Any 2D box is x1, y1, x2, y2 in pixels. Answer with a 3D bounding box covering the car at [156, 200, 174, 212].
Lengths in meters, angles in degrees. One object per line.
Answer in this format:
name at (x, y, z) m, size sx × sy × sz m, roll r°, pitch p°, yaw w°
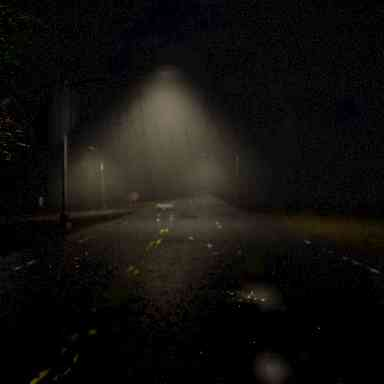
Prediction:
car at (-3.277, 1.690, 40.948) m, size 1.895 × 1.301 × 4.718 m, roll 0°, pitch 0°, yaw 0°
